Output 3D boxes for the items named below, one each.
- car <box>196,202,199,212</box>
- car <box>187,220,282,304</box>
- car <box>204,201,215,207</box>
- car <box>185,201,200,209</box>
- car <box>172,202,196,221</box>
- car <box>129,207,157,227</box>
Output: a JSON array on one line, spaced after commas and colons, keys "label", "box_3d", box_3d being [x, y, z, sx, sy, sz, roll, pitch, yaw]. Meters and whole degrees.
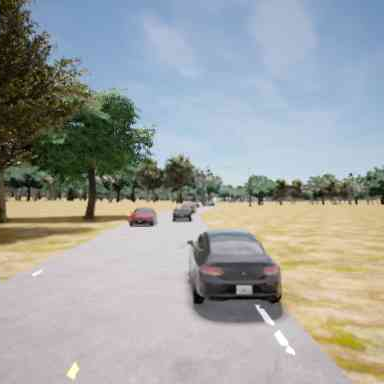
[{"label": "car", "box_3d": [-0.424, 2.257, 47.710, 1.882, 1.535, 5.008, -1, -1, 6]}, {"label": "car", "box_3d": [0.874, 1.663, 8.391, 1.812, 1.442, 4.674, 0, -1, -2]}, {"label": "car", "box_3d": [4.355, 2.946, 82.858, 2.128, 1.511, 4.902, -2, -2, 20]}, {"label": "car", "box_3d": [0.130, 2.698, 69.083, 2.033, 1.411, 5.357, -1, -1, 13]}, {"label": "car", "box_3d": [-0.922, 2.044, 33.181, 2.128, 1.511, 4.902, -1, -1, 0]}, {"label": "car", "box_3d": [-3.977, 1.978, 27.521, 1.882, 1.535, 5.008, -1, -1, -2]}]
